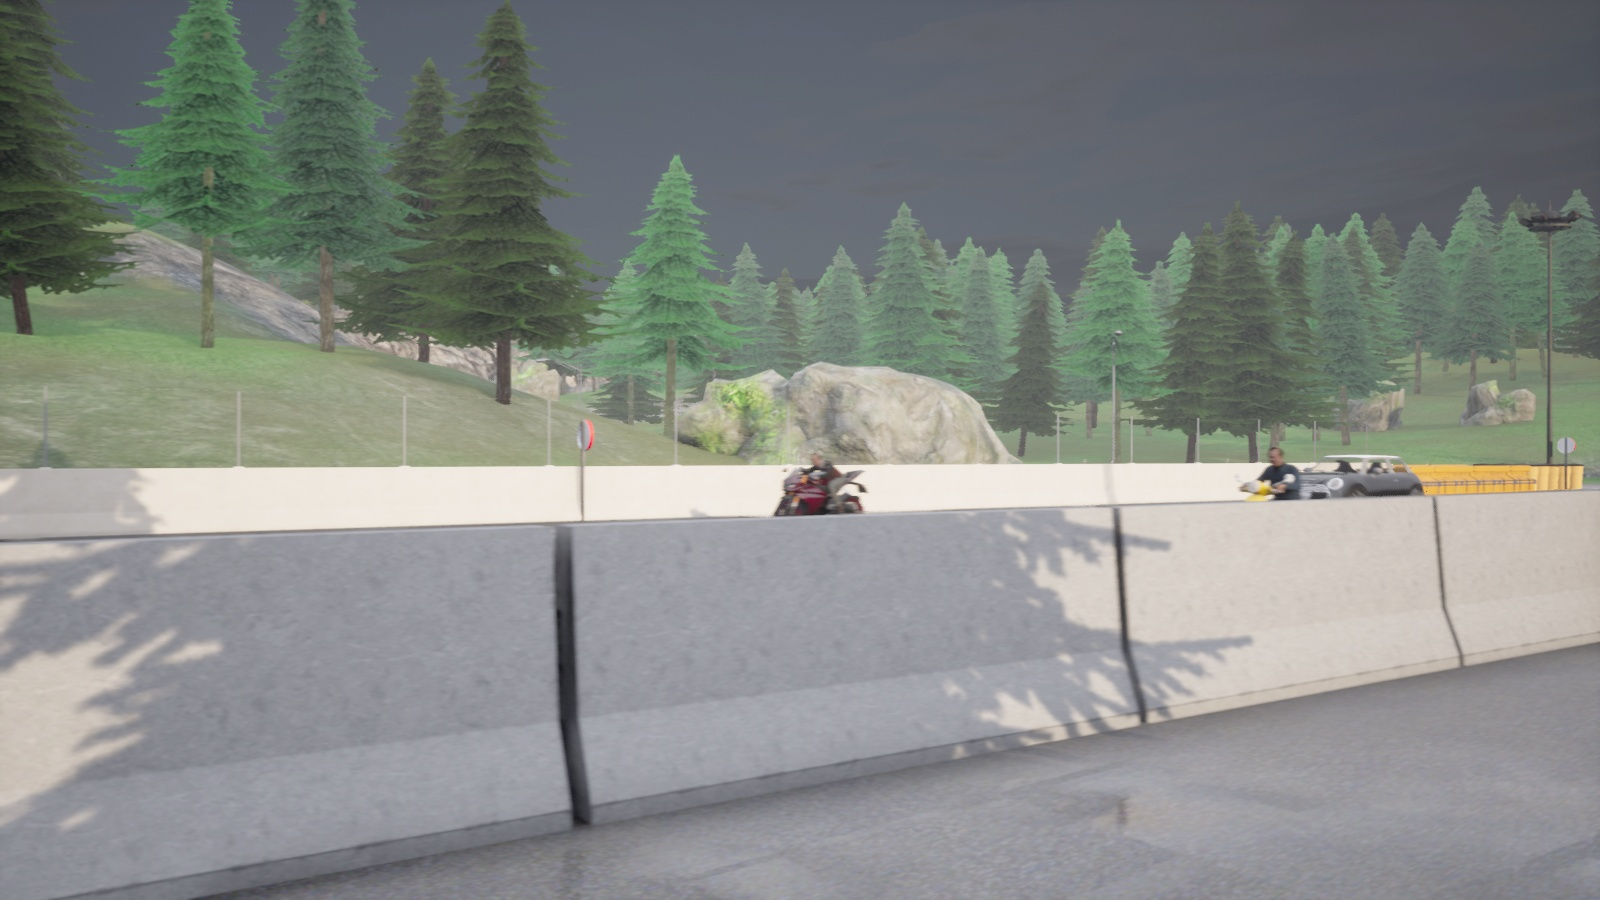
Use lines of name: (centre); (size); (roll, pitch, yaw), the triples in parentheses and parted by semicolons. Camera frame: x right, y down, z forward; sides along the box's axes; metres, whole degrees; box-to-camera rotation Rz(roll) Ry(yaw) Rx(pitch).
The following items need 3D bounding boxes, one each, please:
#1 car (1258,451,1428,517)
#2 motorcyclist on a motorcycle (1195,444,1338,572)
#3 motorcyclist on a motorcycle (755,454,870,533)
car: (12.847, 0.756, 29.658); (3.806, 1.475, 1.970); (0, 0, -35)
motorcyclist on a motorcycle: (6.117, 0.726, 16.445); (1.817, 1.590, 0.866); (0, 0, -35)
motorcyclist on a motorcycle: (0.261, 0.841, 25.162); (2.191, 1.530, 0.866); (0, 0, -35)
